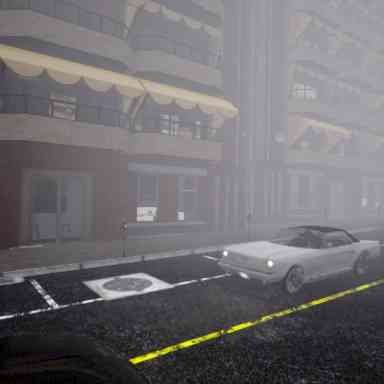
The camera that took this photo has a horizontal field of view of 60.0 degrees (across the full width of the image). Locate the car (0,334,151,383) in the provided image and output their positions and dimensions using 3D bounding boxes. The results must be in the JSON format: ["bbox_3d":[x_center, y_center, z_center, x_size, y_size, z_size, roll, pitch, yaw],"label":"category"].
[{"bbox_3d":[-2.415,1.506,1.435,4.892,1.490,1.837,-1,0,-35],"label":"car"}]

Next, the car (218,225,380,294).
[{"bbox_3d":[2.996,1.605,8.919,4.718,1.301,1.895,0,0,-36],"label":"car"}]
